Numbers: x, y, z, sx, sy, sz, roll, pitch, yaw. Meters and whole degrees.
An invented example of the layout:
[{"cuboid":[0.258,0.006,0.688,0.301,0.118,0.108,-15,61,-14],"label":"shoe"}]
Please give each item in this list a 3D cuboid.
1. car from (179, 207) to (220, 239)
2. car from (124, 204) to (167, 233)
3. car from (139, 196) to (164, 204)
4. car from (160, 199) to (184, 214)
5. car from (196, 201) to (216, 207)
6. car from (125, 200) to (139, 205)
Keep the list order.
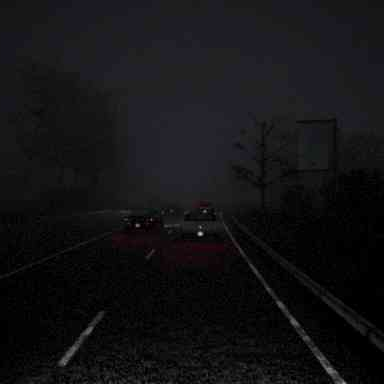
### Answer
[{"cuboid":[0.493,1.738,18.250,1.895,1.301,4.718,0,0,2],"label":"car"},{"cuboid":[-2.905,1.679,20.689,1.812,1.442,4.674,0,0,2],"label":"car"},{"cuboid":[-5.002,1.552,44.648,2.150,2.045,5.566,0,0,5],"label":"car"},{"cuboid":[-1.942,1.799,36.797,1.812,1.442,4.674,0,0,4],"label":"car"},{"cuboid":[1.490,1.773,35.783,1.837,1.490,4.892,0,0,4],"label":"car"},{"cuboid":[-8.224,1.857,47.535,1.837,1.490,4.892,0,-1,6],"label":"car"}]
